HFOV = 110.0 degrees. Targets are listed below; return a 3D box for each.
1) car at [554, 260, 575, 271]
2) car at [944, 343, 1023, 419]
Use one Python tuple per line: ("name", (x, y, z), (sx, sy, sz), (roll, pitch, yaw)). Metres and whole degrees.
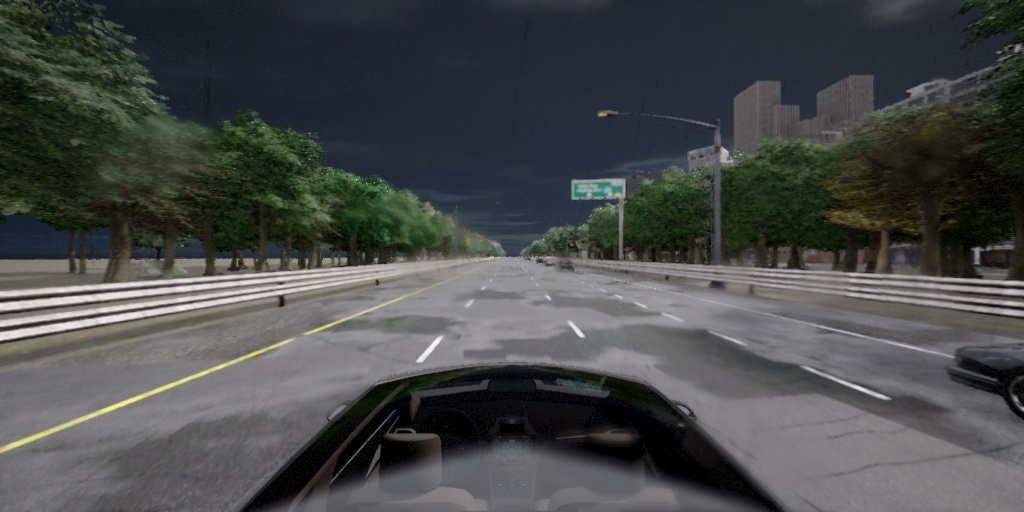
("car", (7.063, 1.241, 47.502), (1.837, 1.490, 4.892), (0, 0, 0))
("car", (6.999, 1.300, 2.488), (2.033, 1.411, 5.357), (0, 0, 0))
